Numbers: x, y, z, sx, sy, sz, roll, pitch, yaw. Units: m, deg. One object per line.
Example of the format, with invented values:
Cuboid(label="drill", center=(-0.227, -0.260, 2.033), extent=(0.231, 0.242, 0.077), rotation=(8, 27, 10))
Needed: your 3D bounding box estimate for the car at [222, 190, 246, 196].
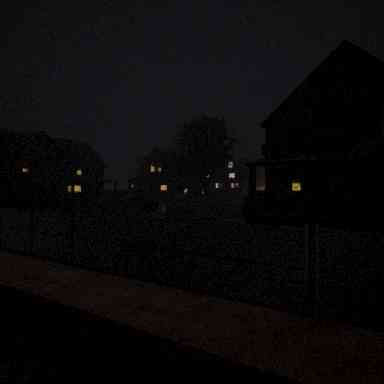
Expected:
Cuboid(label="car", center=(5.786, 0.472, 45.705), extent=(1.837, 1.490, 4.892), rotation=(1, 3, 36))

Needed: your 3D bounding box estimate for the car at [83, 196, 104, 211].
Cuboid(label="car", center=(-6.981, 1.033, 27.887), extent=(2.033, 1.411, 5.357), rotation=(1, 2, 35))

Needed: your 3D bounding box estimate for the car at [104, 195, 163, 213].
Cuboid(label="car", center=(-4.300, 1.022, 26.563), extent=(1.837, 1.490, 4.892), rotation=(1, 2, 35))

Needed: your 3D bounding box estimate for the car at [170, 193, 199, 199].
Cuboid(label="car", center=(-0.722, 0.796, 36.637), extent=(1.994, 1.385, 4.181), rotation=(1, 2, 36))
